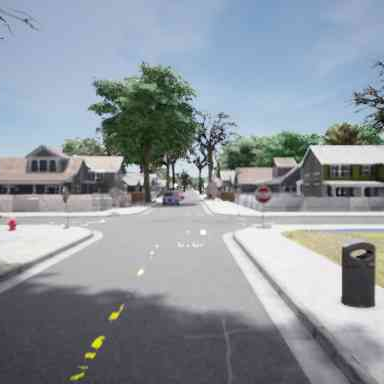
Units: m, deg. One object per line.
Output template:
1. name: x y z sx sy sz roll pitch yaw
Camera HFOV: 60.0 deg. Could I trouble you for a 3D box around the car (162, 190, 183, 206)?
1. car: -2.740 0.906 44.067 2.150 2.045 5.566 0 2 0
